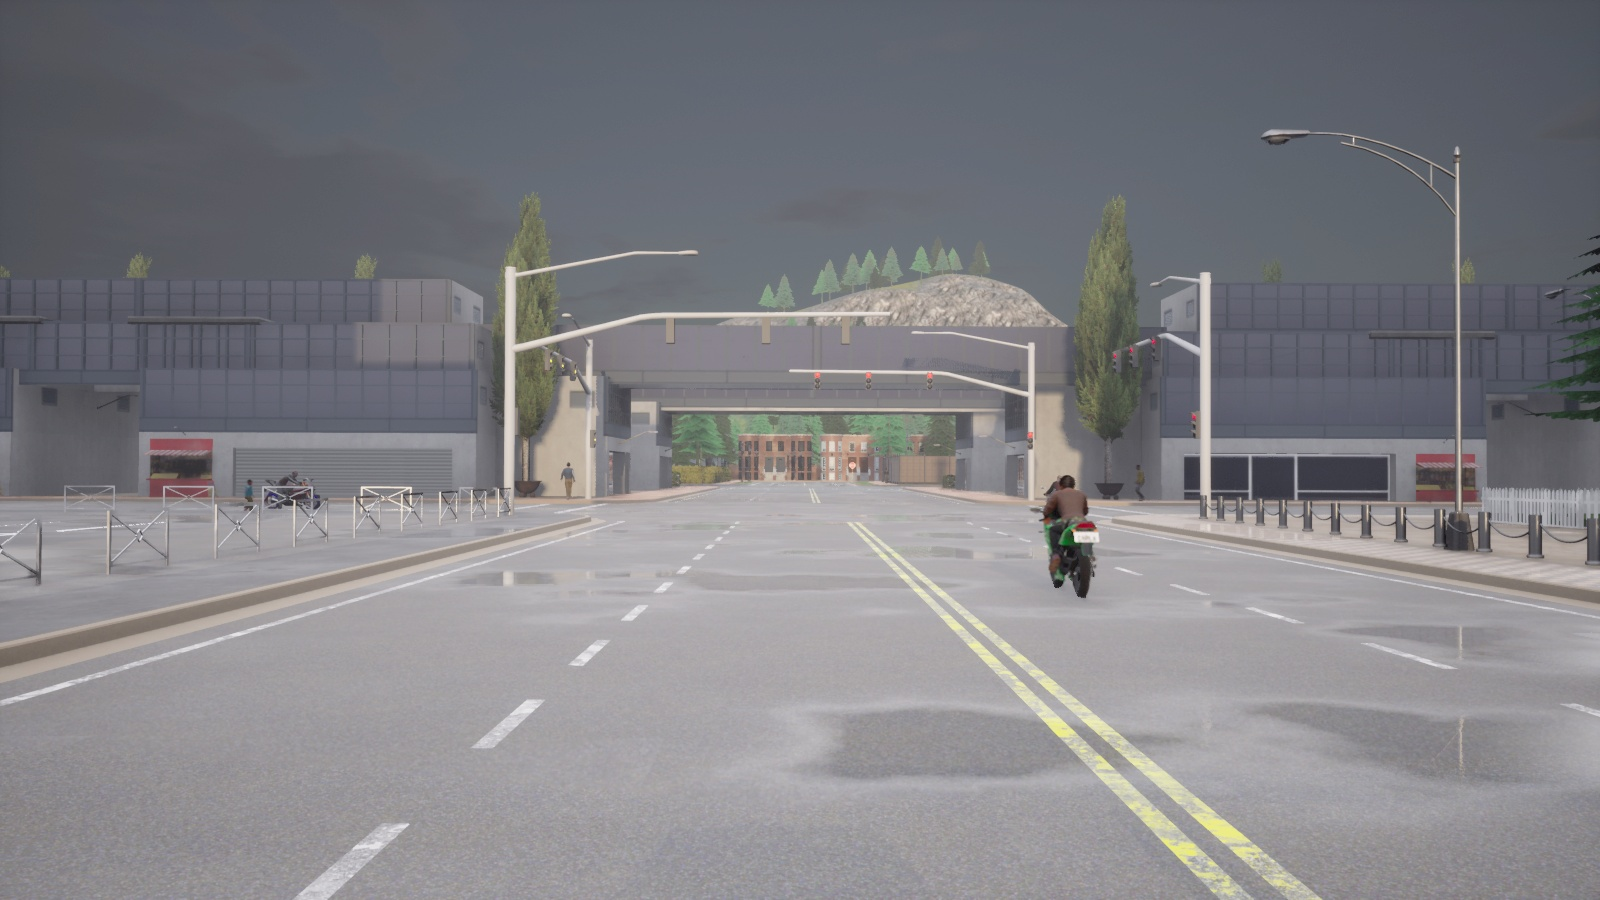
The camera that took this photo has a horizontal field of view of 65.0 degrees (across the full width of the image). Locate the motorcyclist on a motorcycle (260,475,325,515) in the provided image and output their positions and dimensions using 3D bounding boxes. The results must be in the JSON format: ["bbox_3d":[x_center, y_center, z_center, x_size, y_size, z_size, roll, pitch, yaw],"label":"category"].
[{"bbox_3d":[-19.648,1.743,48.641,2.191,1.530,0.866,0,-1,1],"label":"motorcyclist on a motorcycle"}]

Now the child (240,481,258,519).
[{"bbox_3d":[-17.695,1.600,40.325,0.448,1.192,0.343,0,-1,0],"label":"child"}]

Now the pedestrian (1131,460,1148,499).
[{"bbox_3d":[16.359,1.422,60.554,0.709,1.840,0.431,0,-1,0],"label":"pedestrian"}]

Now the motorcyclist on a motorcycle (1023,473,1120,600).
[{"bbox_3d":[3.437,1.052,16.079,0.797,1.523,2.044,0,-1,0],"label":"motorcyclist on a motorcycle"}]

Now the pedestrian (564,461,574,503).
[{"bbox_3d":[-10.970,1.517,59.662,0.423,1.949,0.788,0,-1,-9],"label":"pedestrian"}]
